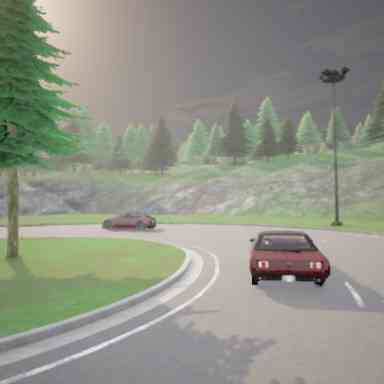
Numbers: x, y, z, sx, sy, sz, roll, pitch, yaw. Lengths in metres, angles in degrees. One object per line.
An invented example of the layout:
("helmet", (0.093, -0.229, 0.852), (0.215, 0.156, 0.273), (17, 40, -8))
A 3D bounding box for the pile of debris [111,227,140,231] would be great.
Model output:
("pile of debris", (-5.202, 2.893, 26.148), (1.860, 0.140, 1.500), (-1, -1, 12))

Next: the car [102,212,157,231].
("car", (-4.889, 2.274, 26.033), (4.181, 1.385, 1.994), (-1, -2, 16))

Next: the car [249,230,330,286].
("car", (2.704, 1.818, 10.104), (1.895, 1.301, 4.718), (-1, -1, 10))
